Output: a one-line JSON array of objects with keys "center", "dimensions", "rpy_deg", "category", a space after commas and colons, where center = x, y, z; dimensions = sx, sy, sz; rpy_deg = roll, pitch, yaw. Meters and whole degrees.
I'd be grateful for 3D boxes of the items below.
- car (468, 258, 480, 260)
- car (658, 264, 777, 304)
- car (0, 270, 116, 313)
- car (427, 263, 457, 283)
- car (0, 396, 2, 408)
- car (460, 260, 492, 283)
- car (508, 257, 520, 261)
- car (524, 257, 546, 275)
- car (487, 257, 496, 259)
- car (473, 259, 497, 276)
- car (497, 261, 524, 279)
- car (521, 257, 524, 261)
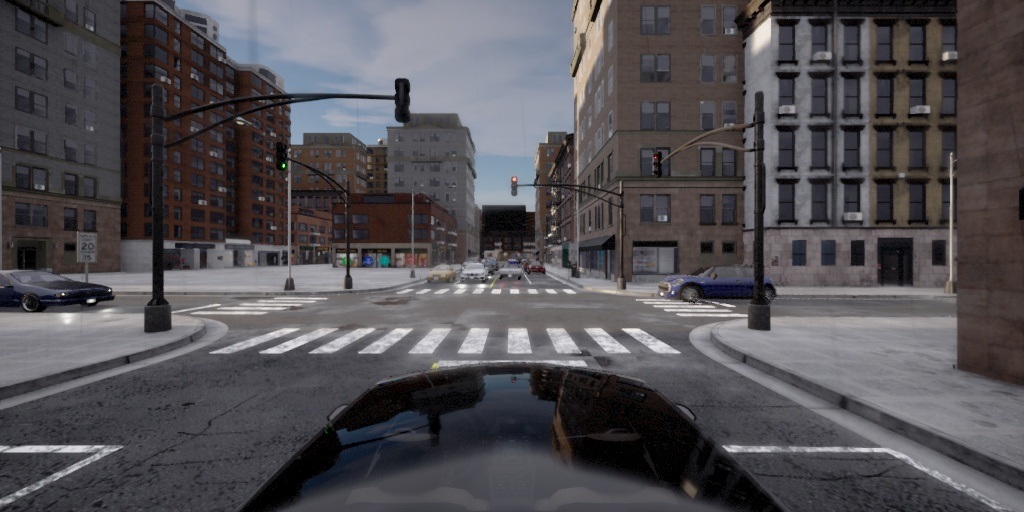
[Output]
[{"center": [-5.413, 1.299, 45.101], "dimensions": [2.007, 1.370, 4.403], "rpy_deg": [0, 0, 0], "category": "car"}, {"center": [9.098, 1.154, 16.194], "dimensions": [4.553, 1.767, 2.097], "rpy_deg": [0, 0, 4], "category": "car"}, {"center": [-17.810, 1.215, 12.912], "dimensions": [5.357, 1.411, 2.033], "rpy_deg": [0, 0, 0], "category": "car"}, {"center": [-5.403, 1.274, 27.945], "dimensions": [1.751, 1.417, 4.829], "rpy_deg": [0, 0, 0], "category": "car"}, {"center": [-5.388, 1.301, 1.270], "dimensions": [2.007, 1.370, 4.403], "rpy_deg": [0, 0, 0], "category": "car"}, {"center": [-2.862, 1.274, 28.086], "dimensions": [1.812, 1.442, 4.674], "rpy_deg": [0, 0, 0], "category": "car"}, {"center": [0.070, 1.226, 63.565], "dimensions": [1.882, 1.535, 5.008], "rpy_deg": [0, 0, 0], "category": "car"}, {"center": [2.616, 1.188, 39.443], "dimensions": [1.967, 1.591, 4.097], "rpy_deg": [0, 0, 0], "category": "car"}, {"center": [-2.862, 1.240, 48.075], "dimensions": [2.128, 1.511, 4.902], "rpy_deg": [0, 0, 0], "category": "car"}, {"center": [-2.858, 1.312, 37.879], "dimensions": [1.994, 1.385, 4.181], "rpy_deg": [0, 0, 1], "category": "car"}, {"center": [-0.062, 1.349, 32.453], "dimensions": [1.895, 1.301, 4.718], "rpy_deg": [0, 0, 2], "category": "car"}, {"center": [2.612, 1.063, 45.105], "dimensions": [2.192, 1.841, 5.009], "rpy_deg": [0, 0, 0], "category": "car"}]
